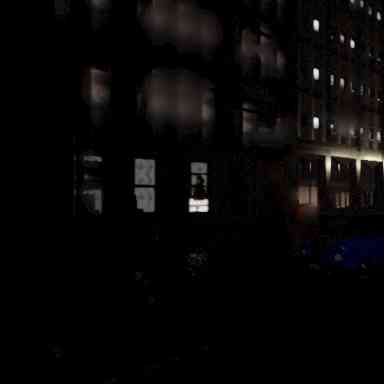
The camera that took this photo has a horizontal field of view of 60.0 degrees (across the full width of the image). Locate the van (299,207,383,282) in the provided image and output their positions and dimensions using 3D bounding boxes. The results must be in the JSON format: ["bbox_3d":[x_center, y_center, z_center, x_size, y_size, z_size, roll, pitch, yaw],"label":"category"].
[{"bbox_3d":[4.769,1.345,9.487,3.998,1.788,1.690,0,0,-35],"label":"van"}]
